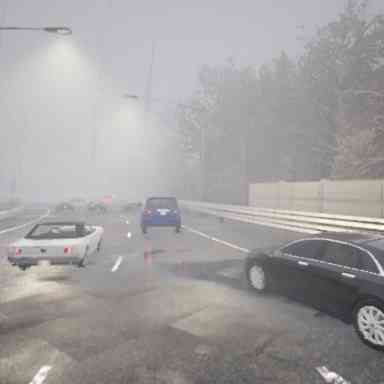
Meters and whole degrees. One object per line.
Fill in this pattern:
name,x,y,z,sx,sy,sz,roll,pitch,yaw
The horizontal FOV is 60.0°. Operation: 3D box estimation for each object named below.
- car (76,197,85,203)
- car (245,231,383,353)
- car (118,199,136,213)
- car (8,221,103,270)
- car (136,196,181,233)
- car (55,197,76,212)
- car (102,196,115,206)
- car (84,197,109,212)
car,-23.921,1.652,68.615,1.895,1.301,4.718,0,0,-40
car,2.848,1.511,6.341,1.837,1.490,4.892,0,0,-23
car,-7.065,1.558,37.866,1.812,1.442,4.674,0,0,-20
car,-4.207,1.610,11.118,1.895,1.301,4.718,0,0,-6
car,-2.022,1.238,20.021,2.150,2.045,5.566,0,0,-11
car,-15.280,1.559,39.958,1.812,1.442,4.674,0,0,-22
car,-13.783,1.397,53.222,2.097,1.767,4.553,0,0,-27
car,-11.577,1.635,40.177,1.895,1.301,4.718,0,0,-22
